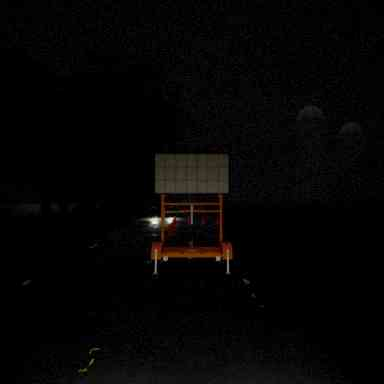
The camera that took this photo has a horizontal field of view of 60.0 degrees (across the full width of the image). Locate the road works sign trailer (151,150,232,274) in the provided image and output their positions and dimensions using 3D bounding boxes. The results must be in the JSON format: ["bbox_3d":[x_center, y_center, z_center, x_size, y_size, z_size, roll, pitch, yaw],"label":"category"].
[{"bbox_3d":[-0.004,0.482,10.560,2.380,3.560,2.880,0,0,0],"label":"road works sign trailer"}]

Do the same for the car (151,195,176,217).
[{"bbox_3d":[-2.764,1.323,33.512,2.150,2.045,5.566,0,0,0],"label":"car"}]
